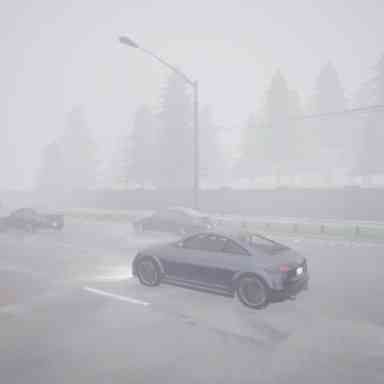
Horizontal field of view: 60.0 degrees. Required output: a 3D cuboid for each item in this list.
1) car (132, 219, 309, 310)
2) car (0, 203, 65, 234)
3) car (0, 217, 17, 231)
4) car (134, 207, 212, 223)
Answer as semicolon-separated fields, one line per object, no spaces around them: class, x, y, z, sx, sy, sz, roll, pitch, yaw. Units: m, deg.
car;0.544;1.568;7.901;4.181;1.385;1.994;0;0;35
car;-9.204;1.540;19.149;4.674;1.442;1.812;0;0;35
car;-7.162;1.499;9.096;4.902;1.511;2.128;0;0;35
car;-1.064;1.535;17.644;4.674;1.442;1.812;0;0;35
